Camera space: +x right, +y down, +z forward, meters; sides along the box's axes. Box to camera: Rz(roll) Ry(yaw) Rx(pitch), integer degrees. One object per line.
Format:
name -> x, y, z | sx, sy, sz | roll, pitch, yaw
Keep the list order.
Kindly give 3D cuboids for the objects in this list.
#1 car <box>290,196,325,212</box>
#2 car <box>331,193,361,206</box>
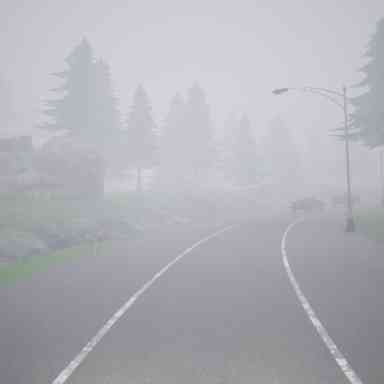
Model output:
car -> 11.081, 1.119, 31.749 | 2.033, 1.411, 5.357 | -4, -2, 37
car -> 18.454, 0.883, 39.889 | 4.902, 1.511, 2.128 | -1, -3, -41
